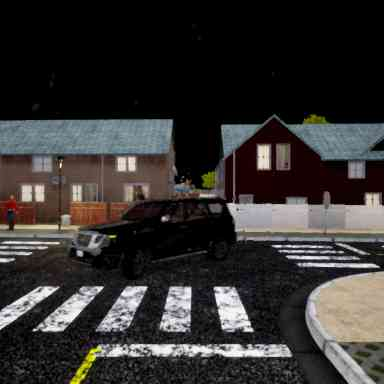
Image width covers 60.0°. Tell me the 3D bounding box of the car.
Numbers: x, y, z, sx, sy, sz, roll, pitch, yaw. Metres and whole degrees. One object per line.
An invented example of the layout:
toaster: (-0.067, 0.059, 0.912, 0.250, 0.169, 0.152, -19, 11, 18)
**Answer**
car: (-0.908, 1.222, 10.399, 5.566, 2.045, 2.150, 0, -1, -45)

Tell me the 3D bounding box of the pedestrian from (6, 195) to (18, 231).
pedestrian: (-9.334, 1.053, 17.157, 0.375, 1.860, 0.375, 0, 0, 1)
